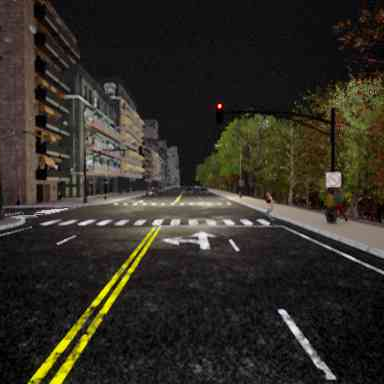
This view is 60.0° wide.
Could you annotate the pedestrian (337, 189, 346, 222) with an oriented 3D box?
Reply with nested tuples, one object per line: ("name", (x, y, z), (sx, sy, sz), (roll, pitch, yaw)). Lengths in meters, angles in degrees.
("pedestrian", (7.818, 0.682, 17.759), (0.375, 1.860, 0.375), (0, 2, 0))

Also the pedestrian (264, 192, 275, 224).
("pedestrian", (4.266, 0.820, 18.332), (0.375, 1.860, 0.375), (0, 2, 0))

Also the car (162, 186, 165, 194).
("car", (-7.137, -0.557, 74.768), (2.097, 1.767, 4.553), (0, 1, 0))

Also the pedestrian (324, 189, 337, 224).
("pedestrian", (7.038, 0.700, 17.055), (0.375, 1.860, 0.375), (0, 2, 0))

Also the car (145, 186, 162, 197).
("car", (-7.049, -0.006, 58.713), (2.128, 1.511, 4.902), (0, 2, 0))

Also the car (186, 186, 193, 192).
("car", (-0.723, -0.695, 84.893), (1.812, 1.442, 4.674), (0, 1, 0))

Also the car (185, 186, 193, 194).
("car", (-0.635, -0.373, 74.474), (2.128, 1.511, 4.902), (0, 1, 0))

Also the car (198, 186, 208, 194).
("car", (2.615, -0.374, 74.505), (2.128, 1.511, 4.902), (0, 1, 0))

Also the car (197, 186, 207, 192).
("car", (2.526, -0.695, 84.920), (2.128, 1.511, 4.902), (0, 1, 0))
